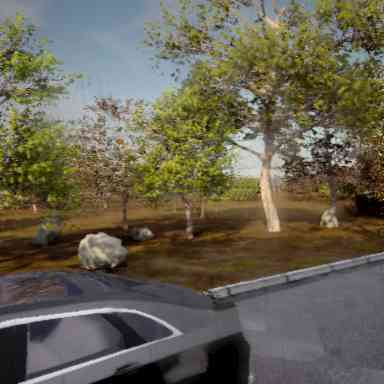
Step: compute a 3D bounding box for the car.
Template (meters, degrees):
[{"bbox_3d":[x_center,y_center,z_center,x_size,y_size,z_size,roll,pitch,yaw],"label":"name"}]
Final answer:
[{"bbox_3d":[-1.707,1.491,2.468,4.902,1.511,2.128,0,0,-35],"label":"car"}]
